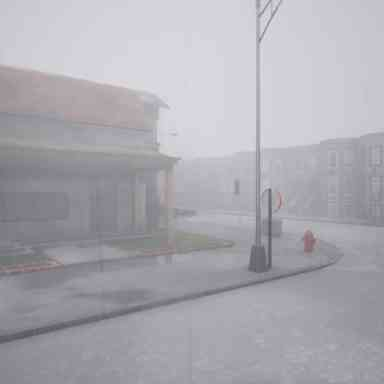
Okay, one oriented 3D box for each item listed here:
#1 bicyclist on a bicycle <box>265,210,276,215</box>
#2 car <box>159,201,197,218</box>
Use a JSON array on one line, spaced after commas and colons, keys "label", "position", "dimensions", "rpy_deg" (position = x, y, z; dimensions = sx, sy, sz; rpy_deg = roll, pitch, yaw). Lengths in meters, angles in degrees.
[{"label": "bicyclist on a bicycle", "position": [7.478, 1.349, 31.706], "dimensions": [1.656, 1.620, 0.582], "rpy_deg": [0, 0, -36]}, {"label": "car", "position": [-1.755, 1.547, 30.183], "dimensions": [2.033, 1.411, 5.357], "rpy_deg": [0, 0, -36]}]
